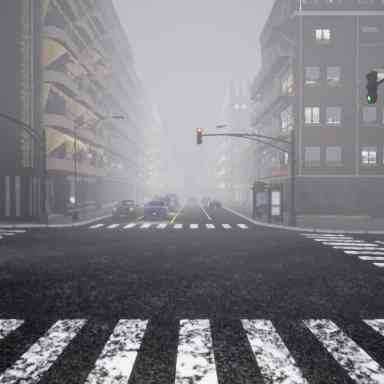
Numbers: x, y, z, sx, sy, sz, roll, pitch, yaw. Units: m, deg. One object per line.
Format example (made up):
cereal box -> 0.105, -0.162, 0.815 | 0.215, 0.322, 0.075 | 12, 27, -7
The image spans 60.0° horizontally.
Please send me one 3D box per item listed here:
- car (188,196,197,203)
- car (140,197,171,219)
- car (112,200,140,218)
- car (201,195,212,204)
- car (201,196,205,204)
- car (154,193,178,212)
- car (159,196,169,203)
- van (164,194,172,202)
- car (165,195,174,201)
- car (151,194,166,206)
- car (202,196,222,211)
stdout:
car -> 0.082, 1.559, 69.764 | 1.994, 1.385, 4.181 | 0, 0, 0
car -> -3.095, 1.474, 29.347 | 1.882, 1.535, 5.008 | 0, 0, -1
car -> -5.700, 1.437, 29.265 | 1.967, 1.590, 4.097 | 0, 0, 0
car -> 2.672, 1.435, 63.094 | 1.967, 1.590, 4.097 | 0, 0, 0
car -> 2.677, 1.541, 46.177 | 1.887, 1.381, 4.507 | 0, 0, 0
car -> -3.097, 1.348, 38.974 | 2.097, 1.767, 4.553 | 0, 0, 0
car -> -5.709, 1.520, 68.566 | 1.752, 1.417, 4.829 | 0, 0, 0
van -> -5.712, 1.335, 80.014 | 1.690, 1.788, 3.998 | 0, 0, 0
car -> -5.713, 1.543, 85.652 | 2.008, 1.369, 4.403 | 0, 0, 0
car -> -5.708, 1.311, 57.458 | 2.192, 1.841, 5.009 | 0, 0, 0
car -> 2.678, 1.547, 40.539 | 2.008, 1.369, 4.403 | 0, 0, 0
